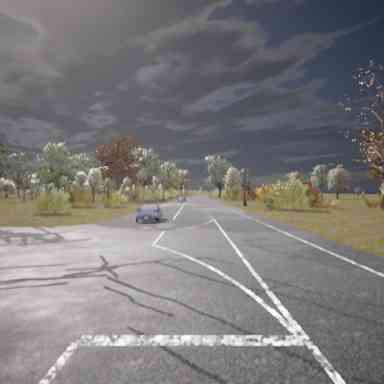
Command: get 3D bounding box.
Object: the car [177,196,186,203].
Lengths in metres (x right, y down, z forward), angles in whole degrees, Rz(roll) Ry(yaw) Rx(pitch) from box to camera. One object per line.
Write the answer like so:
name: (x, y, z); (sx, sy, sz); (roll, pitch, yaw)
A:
car: (-2.698, 1.876, 83.563); (2.128, 1.511, 4.902); (0, 0, 5)

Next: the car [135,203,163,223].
car: (-3.385, 1.666, 26.961); (1.812, 1.442, 4.674); (0, 0, 0)
